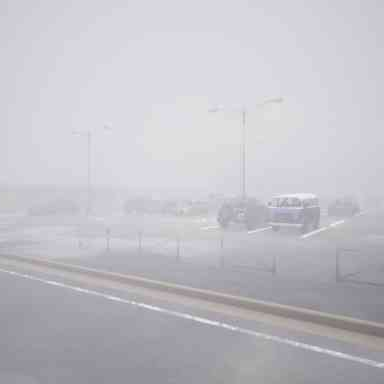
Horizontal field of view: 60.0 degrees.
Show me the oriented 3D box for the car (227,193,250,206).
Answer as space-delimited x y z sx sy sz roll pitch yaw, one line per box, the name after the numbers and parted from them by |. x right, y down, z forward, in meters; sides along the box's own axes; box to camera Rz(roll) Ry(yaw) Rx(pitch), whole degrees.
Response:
8.801 1.215 63.292 1.905 1.878 3.866 0 0 34 | car

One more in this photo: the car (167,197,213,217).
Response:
-0.128 1.453 30.082 1.970 1.475 3.806 0 0 34 | car

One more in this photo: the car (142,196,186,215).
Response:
-2.529 1.422 31.700 1.784 1.438 3.905 0 0 34 | car

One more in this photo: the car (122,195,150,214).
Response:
-4.782 1.211 33.157 1.932 1.855 4.605 0 0 34 | car

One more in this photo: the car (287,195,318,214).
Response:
13.094 1.452 39.384 1.970 1.475 3.806 0 0 34 | car

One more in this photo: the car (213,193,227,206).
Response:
6.406 1.455 64.919 1.970 1.475 3.806 0 0 34 | car

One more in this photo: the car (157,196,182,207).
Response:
-3.337 1.423 50.422 1.784 1.438 3.905 0 0 34 | car

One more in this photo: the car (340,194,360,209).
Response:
25.097 1.213 52.359 1.905 1.878 3.866 0 0 34 | car

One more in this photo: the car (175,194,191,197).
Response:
-0.971 1.212 48.750 1.932 1.855 4.605 0 0 34 | car

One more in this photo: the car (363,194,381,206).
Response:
27.467 1.210 50.697 1.932 1.855 4.605 0 0 34 | car
